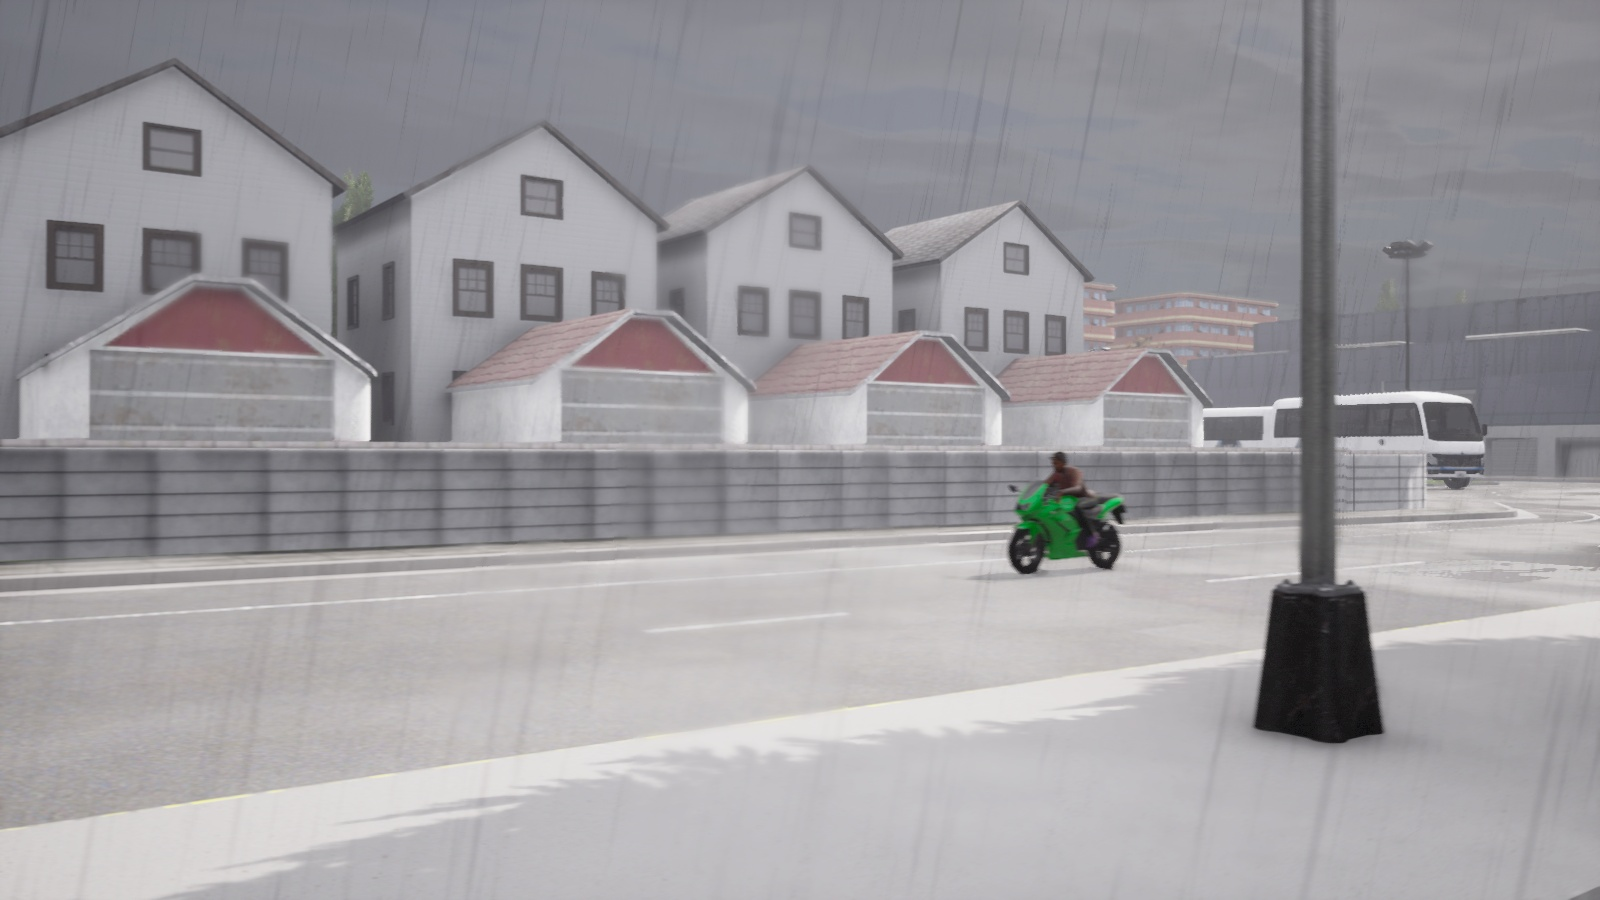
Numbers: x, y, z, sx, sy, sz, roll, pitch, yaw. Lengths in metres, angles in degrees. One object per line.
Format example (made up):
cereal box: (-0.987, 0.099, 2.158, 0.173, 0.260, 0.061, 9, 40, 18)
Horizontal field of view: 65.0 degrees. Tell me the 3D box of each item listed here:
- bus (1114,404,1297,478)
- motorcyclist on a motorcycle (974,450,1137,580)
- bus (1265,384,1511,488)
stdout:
bus: (24.604, -0.495, 76.861, 3.944, 4.253, 10.273, 0, 0, -37)
motorcyclist on a motorcycle: (3.201, 0.758, 15.634, 2.044, 1.523, 0.797, 0, 0, -35)
bus: (26.198, -0.548, 56.780, 3.944, 4.253, 10.273, 0, 0, -20)
